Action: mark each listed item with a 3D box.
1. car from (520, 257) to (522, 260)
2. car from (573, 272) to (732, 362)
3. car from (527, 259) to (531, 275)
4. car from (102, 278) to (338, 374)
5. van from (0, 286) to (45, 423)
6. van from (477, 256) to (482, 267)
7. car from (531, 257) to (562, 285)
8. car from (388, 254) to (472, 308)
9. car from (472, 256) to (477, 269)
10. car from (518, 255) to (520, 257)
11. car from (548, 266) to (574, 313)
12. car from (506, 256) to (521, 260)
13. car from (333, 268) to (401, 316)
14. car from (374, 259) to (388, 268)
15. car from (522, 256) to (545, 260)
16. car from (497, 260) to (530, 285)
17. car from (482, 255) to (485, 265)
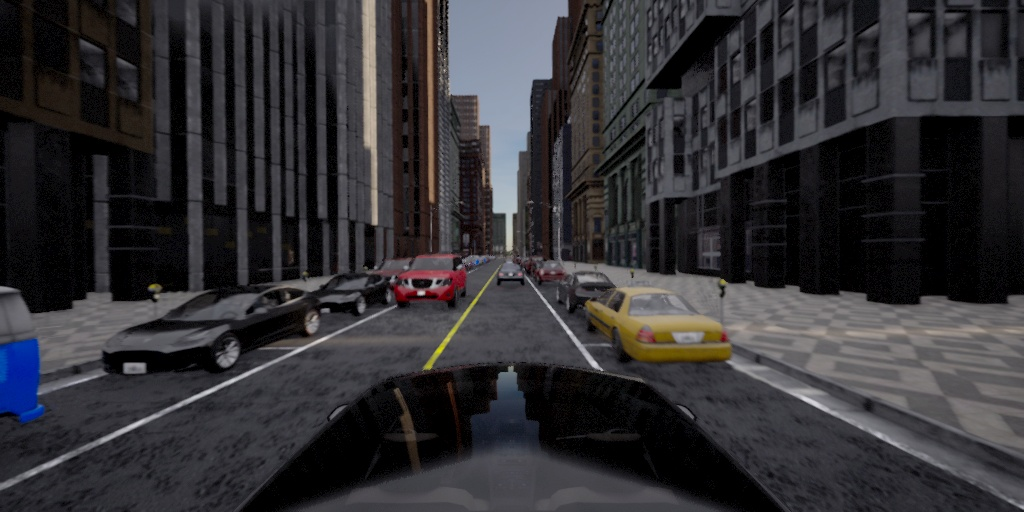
[{"bbox_3d":[2.385,1.085,47.203,1.948,1.339,4.313,0,0,-1],"label":"car"},{"bbox_3d":[2.739,1.226,7.921,1.751,1.417,4.829,0,0,-1],"label":"car"},{"bbox_3d":[2.537,1.162,30.295,1.948,1.339,4.313,0,0,-1],"label":"car"},{"bbox_3d":[-5.784,1.332,7.663,1.948,1.339,4.313,0,0,-1],"label":"car"},{"bbox_3d":[-5.734,1.133,2.027,1.690,1.789,3.998,0,0,-1],"label":"van"},{"bbox_3d":[-6.240,0.874,58.391,1.690,1.789,3.998,0,0,-1],"label":"van"},{"bbox_3d":[2.588,1.062,24.658,1.967,1.591,4.097,0,0,-1],"label":"car"},{"bbox_3d":[-3.194,0.932,15.300,2.150,2.045,5.566,0,0,0],"label":"car"},{"bbox_3d":[-6.139,1.024,47.118,1.967,1.591,4.097,0,0,-1],"label":"car"},{"bbox_3d":[2.284,0.907,58.474,1.967,1.591,4.097,0,0,-1],"label":"car"},{"bbox_3d":[2.689,1.225,13.387,2.007,1.370,4.403,0,0,-1],"label":"car"},{"bbox_3d":[-0.252,1.094,40.864,1.812,1.442,4.674,0,0,0],"label":"car"},{"bbox_3d":[-5.835,1.306,13.300,1.948,1.339,4.313,0,0,-1],"label":"car"},{"bbox_3d":[-5.886,1.029,18.936,2.192,1.841,5.009,0,0,-1],"label":"car"},{"bbox_3d":[2.487,0.885,35.931,2.192,1.841,5.009,0,0,-1],"label":"car"},{"bbox_3d":[-0.089,1.189,24.917,2.033,1.411,5.357,0,0,0],"label":"car"},{"bbox_3d":[-6.290,1.034,63.857,1.751,1.417,4.829,0,0,-1],"label":"car"}]
